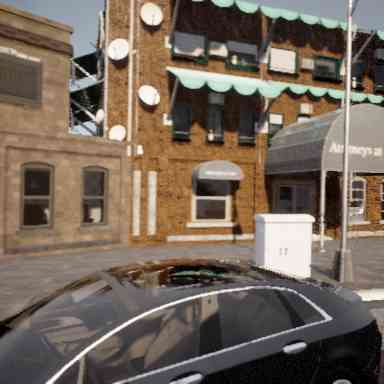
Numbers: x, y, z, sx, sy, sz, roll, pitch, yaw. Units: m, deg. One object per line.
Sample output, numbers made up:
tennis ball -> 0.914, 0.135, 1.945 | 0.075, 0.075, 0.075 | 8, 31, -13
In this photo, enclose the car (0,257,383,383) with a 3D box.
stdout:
car -> -0.403, 1.453, 2.976 | 4.892, 1.490, 1.837 | 1, 0, -28
